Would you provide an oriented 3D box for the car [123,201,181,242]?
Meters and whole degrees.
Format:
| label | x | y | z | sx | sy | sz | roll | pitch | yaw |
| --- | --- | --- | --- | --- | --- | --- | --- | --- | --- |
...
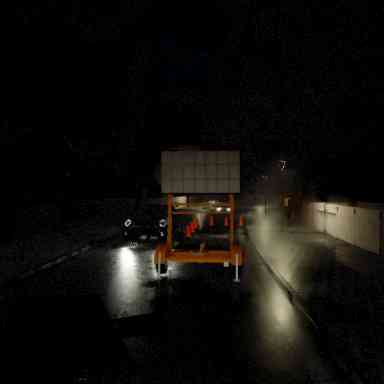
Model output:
| label | x | y | z | sx | sy | sz | roll | pitch | yaw |
| --- | --- | --- | --- | --- | --- | --- | --- | --- | --- |
| car | -1.854 | 1.372 | 16.517 | 2.097 | 1.767 | 4.553 | 0 | 0 | 6 |

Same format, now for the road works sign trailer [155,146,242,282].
| label | x | y | z | sx | sy | sz | roll | pitch | yaw |
| --- | --- | --- | --- | --- | --- | --- | --- | --- | --- |
| road works sign trailer | 0.266 | 0.471 | 9.872 | 2.380 | 3.560 | 2.880 | 0 | 0 | 5 |

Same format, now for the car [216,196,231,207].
| label | x | y | z | sx | sy | sz | roll | pitch | yaw |
| --- | --- | --- | --- | --- | --- | --- | --- | --- | --- |
| car | 5.083 | 1.459 | 51.964 | 2.097 | 1.767 | 4.553 | 0 | 0 | 12 |
